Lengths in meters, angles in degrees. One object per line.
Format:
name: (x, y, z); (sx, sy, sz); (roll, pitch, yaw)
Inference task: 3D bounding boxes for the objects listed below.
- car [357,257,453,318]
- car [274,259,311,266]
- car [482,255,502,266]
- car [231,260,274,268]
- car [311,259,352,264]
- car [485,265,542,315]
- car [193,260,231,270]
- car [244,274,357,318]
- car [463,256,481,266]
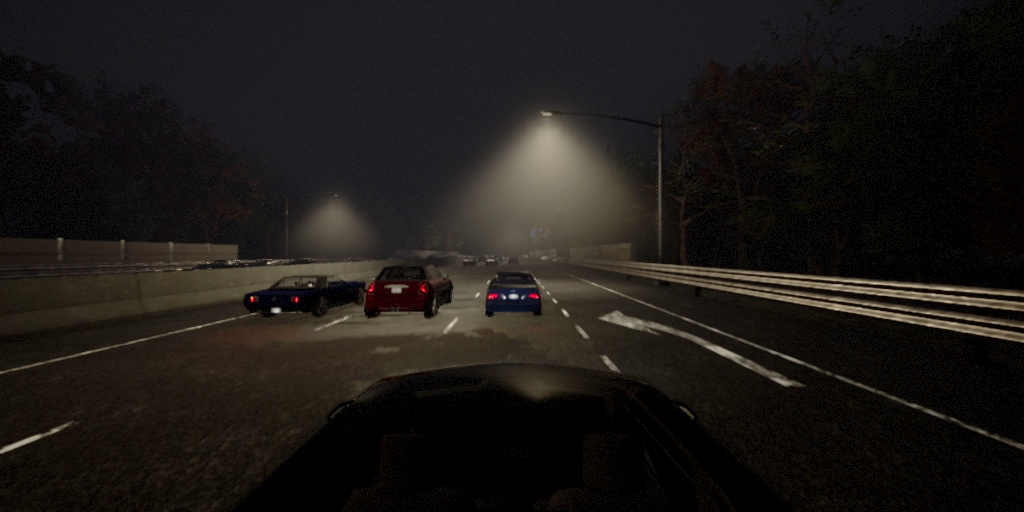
car: (-3.450, 1.040, 12.873); (2.097, 1.767, 4.553); (0, 0, 0)
car: (-20.905, 1.101, 35.750); (1.837, 1.490, 4.892); (0, 0, 1)
car: (-3.232, 0.884, 58.080); (2.128, 1.511, 4.902); (0, 0, 0)
car: (-24.405, 1.155, 35.425); (2.033, 1.411, 5.357); (0, 0, 1)
car: (-17.408, 1.075, 35.899); (2.128, 1.511, 4.902); (0, 0, 1)
car: (0.056, 1.223, 13.043); (2.033, 1.411, 5.357); (0, 0, 0)
car: (-27.912, 1.119, 34.300); (2.128, 1.511, 4.902); (0, 0, 1)
car: (-6.945, 1.300, 12.802); (1.895, 1.301, 4.718); (0, 0, 0)
car: (-6.732, 0.896, 58.007); (2.128, 1.511, 4.902); (0, 0, 0)
